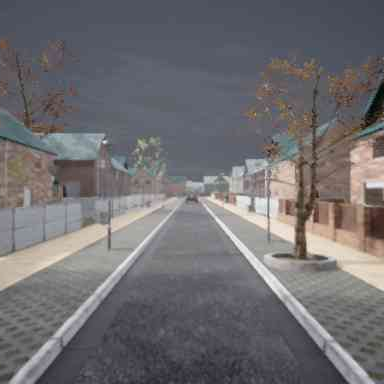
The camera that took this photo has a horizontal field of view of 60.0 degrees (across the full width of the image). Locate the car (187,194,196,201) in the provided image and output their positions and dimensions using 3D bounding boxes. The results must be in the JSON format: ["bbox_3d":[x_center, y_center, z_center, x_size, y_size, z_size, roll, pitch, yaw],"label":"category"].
[{"bbox_3d":[-0.040,1.117,70.316,1.837,1.490,4.892,0,0,0],"label":"car"}]

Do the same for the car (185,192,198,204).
[{"bbox_3d":[-0.035,0.998,59.958,2.150,2.045,5.566,0,0,0],"label":"car"}]
